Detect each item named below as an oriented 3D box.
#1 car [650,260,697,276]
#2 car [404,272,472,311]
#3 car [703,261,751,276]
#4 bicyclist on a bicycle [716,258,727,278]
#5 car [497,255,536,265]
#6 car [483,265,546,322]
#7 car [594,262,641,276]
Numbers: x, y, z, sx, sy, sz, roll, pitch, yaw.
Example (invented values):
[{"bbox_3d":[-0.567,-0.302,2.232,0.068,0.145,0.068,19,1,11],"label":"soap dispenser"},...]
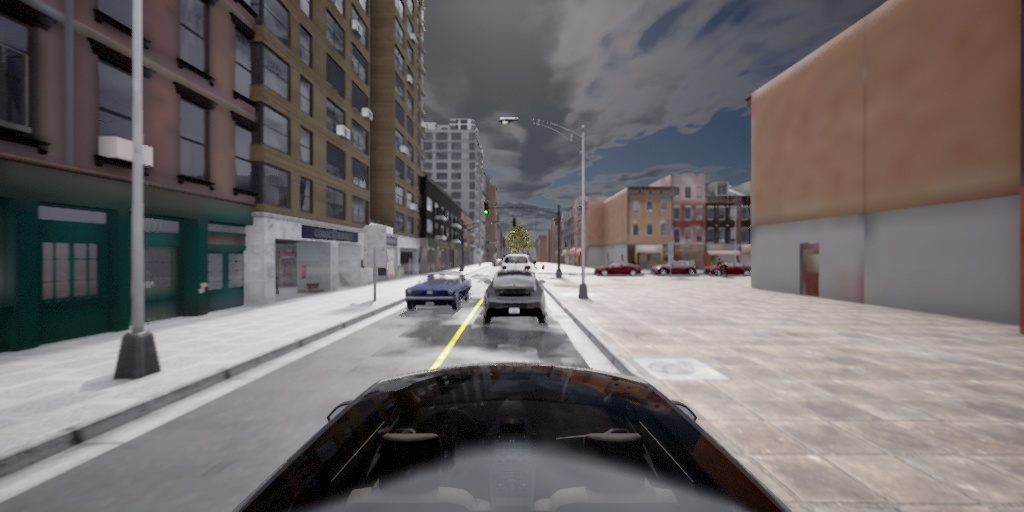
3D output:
[{"bbox_3d":[15.898,1.131,35.537,4.097,1.591,1.967,0,0,0],"label":"car"},{"bbox_3d":[-2.807,1.318,14.452,1.895,1.301,4.718,0,0,0],"label":"car"},{"bbox_3d":[21.363,1.233,35.520,4.507,1.381,1.888,0,0,0],"label":"car"},{"bbox_3d":[17.433,1.007,29.885,0.582,1.620,1.656,0,0,0],"label":"bicyclist on a bicycle"},{"bbox_3d":[0.540,0.927,26.454,2.150,2.045,5.566,0,0,6],"label":"car"},{"bbox_3d":[0.089,1.229,12.210,1.837,1.490,4.892,0,0,1],"label":"car"},{"bbox_3d":[10.435,1.240,35.552,4.507,1.381,1.888,0,0,0],"label":"car"}]
